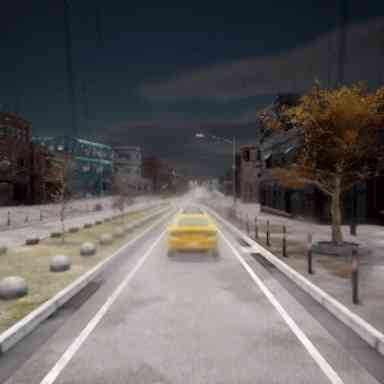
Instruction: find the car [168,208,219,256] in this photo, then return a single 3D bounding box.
[{"bbox_3d":[0.061,1.665,13.952,1.882,1.535,5.008,0,0,1],"label":"car"}]
